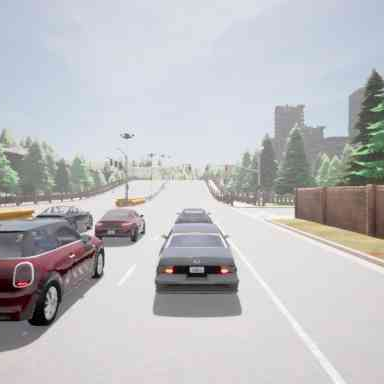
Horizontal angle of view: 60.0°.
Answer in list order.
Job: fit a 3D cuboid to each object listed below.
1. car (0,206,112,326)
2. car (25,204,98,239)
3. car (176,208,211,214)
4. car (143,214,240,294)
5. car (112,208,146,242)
[{"bbox_3d":[-3.403,1.352,7.222,2.097,1.767,4.553,0,0,0],"label":"car"},{"bbox_3d":[-6.906,1.492,18.317,2.128,1.511,4.902,0,0,0],"label":"car"},{"bbox_3d":[0.096,1.564,18.168,1.994,1.385,4.181,0,0,0],"label":"car"},{"bbox_3d":[0.097,1.547,8.927,2.033,1.411,5.357,0,0,0],"label":"car"},{"bbox_3d":[-3.408,1.526,16.216,1.812,1.442,4.674,0,0,-1],"label":"car"}]
